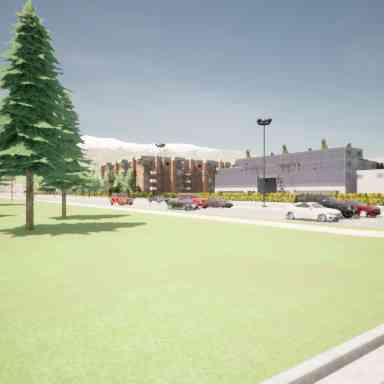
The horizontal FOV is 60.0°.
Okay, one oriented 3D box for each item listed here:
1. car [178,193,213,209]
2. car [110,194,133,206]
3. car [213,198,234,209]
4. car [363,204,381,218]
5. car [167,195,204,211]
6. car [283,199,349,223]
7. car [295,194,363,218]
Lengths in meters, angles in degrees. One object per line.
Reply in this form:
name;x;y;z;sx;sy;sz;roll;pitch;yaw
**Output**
car;-0.066;1.222;44.748;2.150;2.045;5.566;0;0;-36
car;-11.737;1.311;55.075;2.150;2.045;5.566;0;0;-36
car;3.363;1.547;45.977;2.033;1.411;5.357;0;0;-36
car;14.605;1.478;30.598;1.882;1.535;5.008;0;0;-36
car;-1.181;1.491;40.335;2.128;1.511;4.902;0;0;-36
car;9.320;1.526;26.006;1.812;1.442;4.674;0;0;-35
car;11.415;1.221;29.028;2.150;2.045;5.566;0;0;-36
